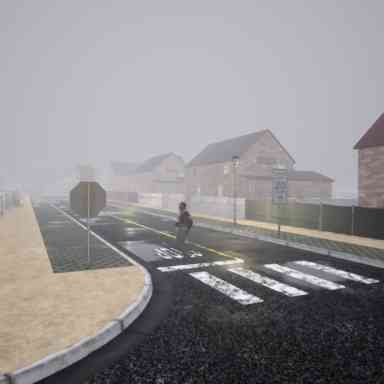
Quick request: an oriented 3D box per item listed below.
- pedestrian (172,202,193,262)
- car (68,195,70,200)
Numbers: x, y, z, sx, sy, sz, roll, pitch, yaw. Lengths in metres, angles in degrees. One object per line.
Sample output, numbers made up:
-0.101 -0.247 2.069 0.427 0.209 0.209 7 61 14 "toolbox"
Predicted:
-0.272 1.147 9.898 0.375 1.860 0.375 2 -1 -27 "pedestrian"
-19.267 0.735 55.196 1.994 1.385 4.181 0 0 -27 "car"
